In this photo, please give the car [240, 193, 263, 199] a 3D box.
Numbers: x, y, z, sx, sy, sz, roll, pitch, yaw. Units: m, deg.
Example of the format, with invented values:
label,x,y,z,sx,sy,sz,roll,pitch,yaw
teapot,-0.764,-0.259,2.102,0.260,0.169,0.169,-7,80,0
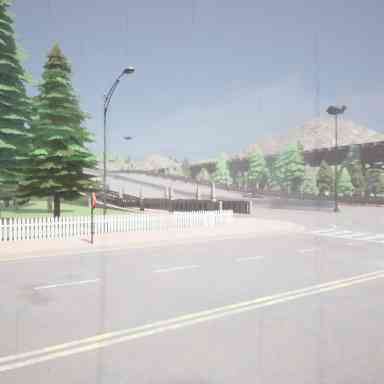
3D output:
label,x,y,z,sx,sy,sz,roll,pitch,yaw
car,10.682,0.983,59.799,2.128,1.511,4.902,0,4,-34
